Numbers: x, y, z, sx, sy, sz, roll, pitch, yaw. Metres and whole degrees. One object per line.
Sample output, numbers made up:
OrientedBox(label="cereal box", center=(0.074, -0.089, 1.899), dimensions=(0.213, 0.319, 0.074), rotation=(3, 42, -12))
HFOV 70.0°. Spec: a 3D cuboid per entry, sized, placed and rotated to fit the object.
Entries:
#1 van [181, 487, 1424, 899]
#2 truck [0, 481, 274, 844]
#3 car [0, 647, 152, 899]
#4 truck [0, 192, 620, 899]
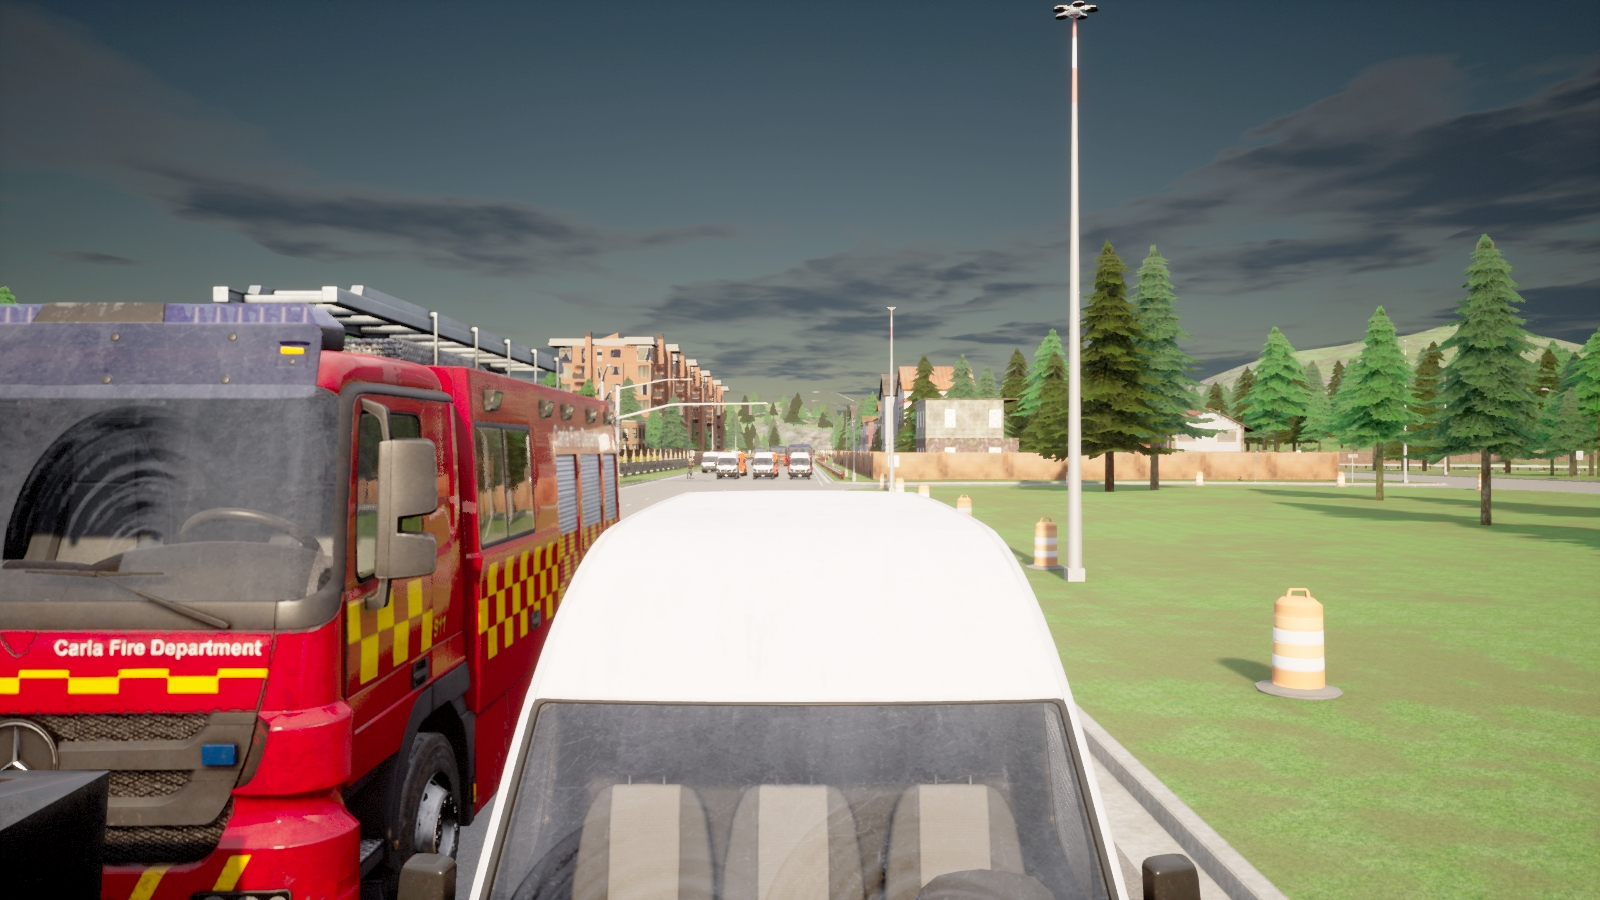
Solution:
OrientedBox(label="van", center=(0.005, 1.534, 4.785), dimensions=(1.988, 2.561, 5.915), rotation=(0, 0, 0))
OrientedBox(label="truck", center=(-6.999, 1.568, 9.757), dimensions=(2.627, 2.467, 5.204), rotation=(0, 0, 0))
OrientedBox(label="car", center=(-3.501, 1.754, 0.939), dimensions=(2.390, 2.098, 6.274), rotation=(0, 0, 0))
OrientedBox(label="truck", center=(-3.494, 0.890, 8.750), dimensions=(2.891, 3.827, 8.468), rotation=(0, 0, 0))
